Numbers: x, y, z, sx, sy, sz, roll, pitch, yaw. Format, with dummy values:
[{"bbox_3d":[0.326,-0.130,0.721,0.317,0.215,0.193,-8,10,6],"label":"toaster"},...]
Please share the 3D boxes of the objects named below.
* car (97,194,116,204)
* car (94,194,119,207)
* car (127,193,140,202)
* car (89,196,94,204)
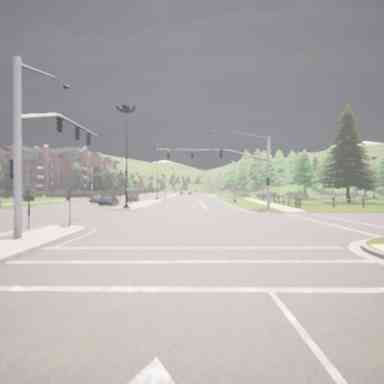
[{"bbox_3d":[-15.103,1.147,58.965,2.128,1.511,4.902,0,2,0],"label":"car"},{"bbox_3d":[-11.660,1.275,46.756,2.033,1.411,5.357,0,0,0],"label":"car"},{"bbox_3d":[-11.625,0.970,65.451,2.097,1.767,4.553,0,0,0],"label":"car"},{"bbox_3d":[-15.162,1.206,53.763,1.812,1.442,4.674,0,0,0],"label":"car"}]
